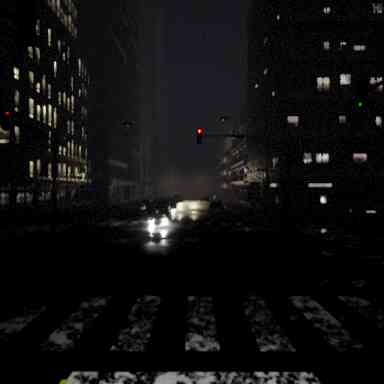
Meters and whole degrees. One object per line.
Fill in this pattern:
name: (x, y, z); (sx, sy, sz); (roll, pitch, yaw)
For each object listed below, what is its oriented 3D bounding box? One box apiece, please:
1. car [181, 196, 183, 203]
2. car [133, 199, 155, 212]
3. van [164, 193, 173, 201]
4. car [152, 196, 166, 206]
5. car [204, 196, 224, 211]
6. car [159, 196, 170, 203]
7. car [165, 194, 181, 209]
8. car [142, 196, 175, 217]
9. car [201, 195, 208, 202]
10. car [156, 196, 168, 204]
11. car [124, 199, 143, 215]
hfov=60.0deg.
car: (-2.842, 1.285, 65.510); (2.097, 1.767, 4.553); (0, 0, 0)
car: (-5.608, 1.524, 39.046); (1.947, 1.339, 4.313); (-1, 0, 0)
van: (-5.515, 1.261, 78.628); (1.690, 1.788, 3.998); (-1, 0, 0)
car: (-5.567, 1.487, 56.009); (1.887, 1.381, 4.507); (-1, 0, 0)
car: (2.772, 1.509, 39.026); (2.008, 1.369, 4.403); (-1, 0, 0)
car: (-5.540, 1.475, 67.318); (1.887, 1.381, 4.507); (-1, 0, 0)
car: (-2.983, 1.445, 45.057); (2.128, 1.511, 4.902); (0, 0, 0)
car: (-3.024, 1.457, 31.371); (2.128, 1.511, 4.902); (0, 0, 0)
car: (2.853, 1.365, 72.953); (1.967, 1.590, 4.097); (-1, 0, 0)
car: (-5.553, 1.518, 61.664); (1.802, 1.307, 4.206); (-1, 0, 0)
car: (-5.623, 1.490, 33.221); (1.752, 1.417, 4.829); (-1, 0, 0)
